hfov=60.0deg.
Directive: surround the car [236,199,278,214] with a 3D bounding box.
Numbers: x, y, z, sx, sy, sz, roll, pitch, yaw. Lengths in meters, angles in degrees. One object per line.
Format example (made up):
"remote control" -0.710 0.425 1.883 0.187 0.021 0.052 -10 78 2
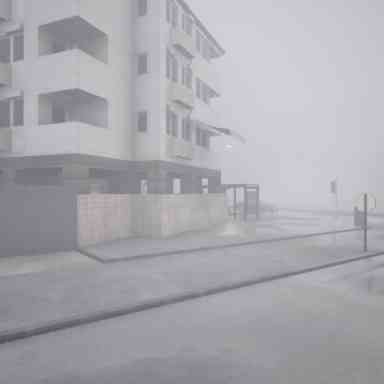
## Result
"car" 6.726 1.491 34.863 2.128 1.511 4.902 0 0 -36
